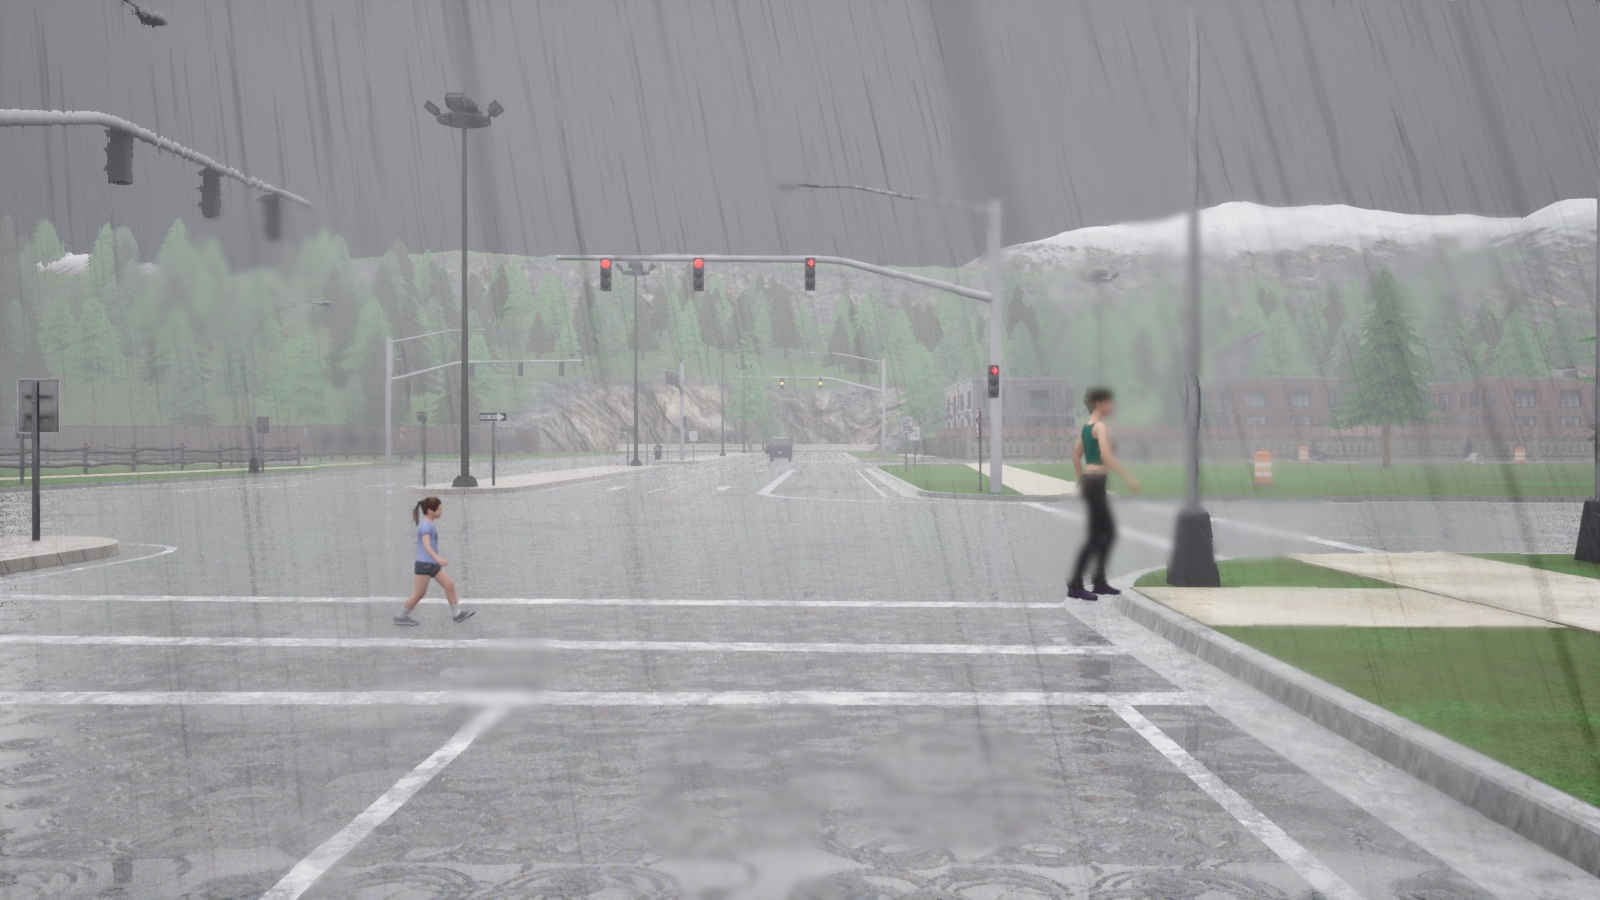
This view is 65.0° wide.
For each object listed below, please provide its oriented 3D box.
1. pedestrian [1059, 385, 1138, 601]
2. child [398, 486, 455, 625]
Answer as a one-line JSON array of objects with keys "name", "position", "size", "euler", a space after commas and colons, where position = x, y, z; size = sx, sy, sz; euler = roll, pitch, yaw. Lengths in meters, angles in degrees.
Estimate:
[{"name": "pedestrian", "position": [2.573, 0.367, 10.844], "size": [0.594, 1.836, 0.345], "euler": [0, 0, -1]}, {"name": "child", "position": [-3.046, 0.855, 10.252], "size": [0.394, 1.110, 0.255], "euler": [0, 0, -5]}]
